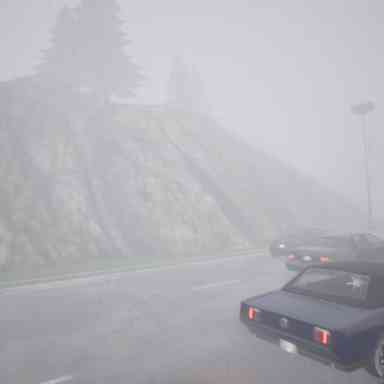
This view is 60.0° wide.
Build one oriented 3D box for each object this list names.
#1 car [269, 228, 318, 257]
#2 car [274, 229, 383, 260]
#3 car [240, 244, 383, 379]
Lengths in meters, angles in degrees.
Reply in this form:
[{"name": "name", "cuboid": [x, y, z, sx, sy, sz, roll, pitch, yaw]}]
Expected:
[{"name": "car", "cuboid": [5.678, 2.427, 16.252, 4.181, 1.385, 1.994, 1, -5, -37]}, {"name": "car", "cuboid": [5.597, 2.122, 11.789, 5.357, 1.411, 2.033, 0, -5, -36]}, {"name": "car", "cuboid": [3.196, 1.885, 5.897, 4.718, 1.301, 1.895, 0, -4, -33]}]
